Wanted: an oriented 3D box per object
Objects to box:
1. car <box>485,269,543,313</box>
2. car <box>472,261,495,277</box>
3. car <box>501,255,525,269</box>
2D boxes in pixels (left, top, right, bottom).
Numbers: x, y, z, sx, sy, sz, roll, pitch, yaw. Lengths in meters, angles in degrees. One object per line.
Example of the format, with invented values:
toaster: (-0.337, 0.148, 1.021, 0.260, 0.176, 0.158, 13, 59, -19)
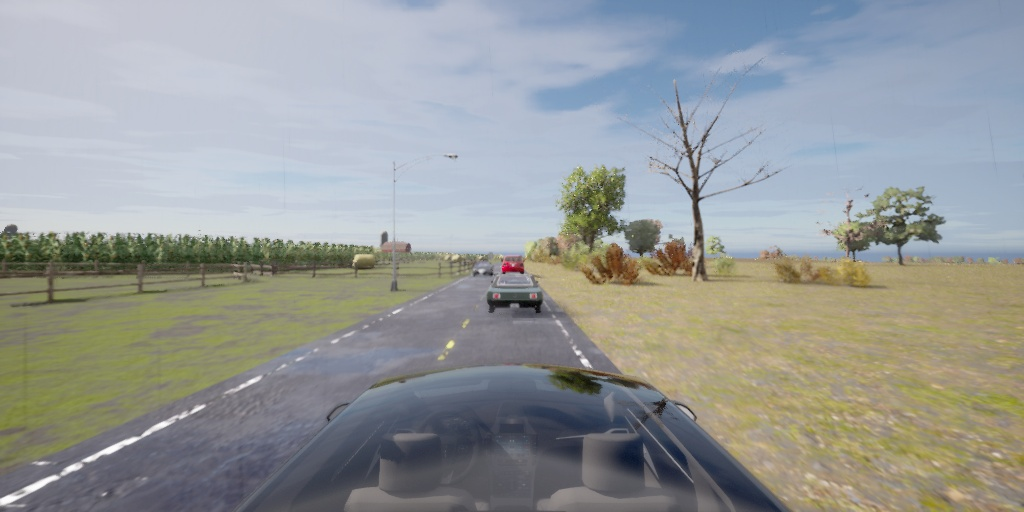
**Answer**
car: (0.103, 1.344, 13.968, 1.895, 1.301, 4.718, 0, 0, 0)
car: (-2.745, 1.236, 35.050, 2.128, 1.511, 4.902, 0, 0, 0)
car: (0.107, 0.966, 36.029, 2.150, 2.045, 5.566, 0, 0, 0)
